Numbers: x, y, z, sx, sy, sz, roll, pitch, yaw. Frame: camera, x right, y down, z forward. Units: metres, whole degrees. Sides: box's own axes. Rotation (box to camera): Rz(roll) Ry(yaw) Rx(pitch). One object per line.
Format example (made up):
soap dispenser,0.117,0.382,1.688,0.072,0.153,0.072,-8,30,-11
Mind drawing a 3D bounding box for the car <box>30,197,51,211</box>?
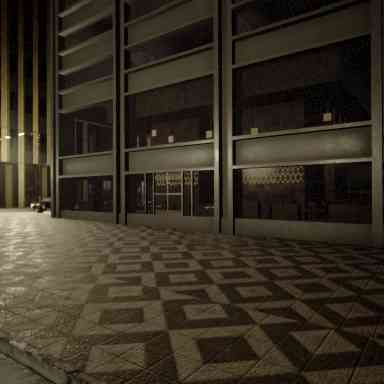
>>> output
car,-16.038,1.343,38.249,2.128,1.511,4.902,0,0,36
